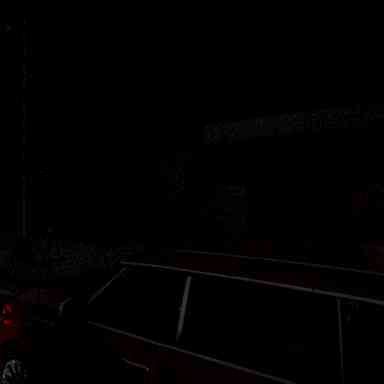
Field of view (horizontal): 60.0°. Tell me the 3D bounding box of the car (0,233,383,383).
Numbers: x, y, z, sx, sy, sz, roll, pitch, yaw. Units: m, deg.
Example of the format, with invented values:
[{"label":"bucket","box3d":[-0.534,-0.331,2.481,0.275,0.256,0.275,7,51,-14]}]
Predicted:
[{"label":"car","box3d":[0.255,1.315,2.896,5.009,1.841,2.192,0,0,36]}]
